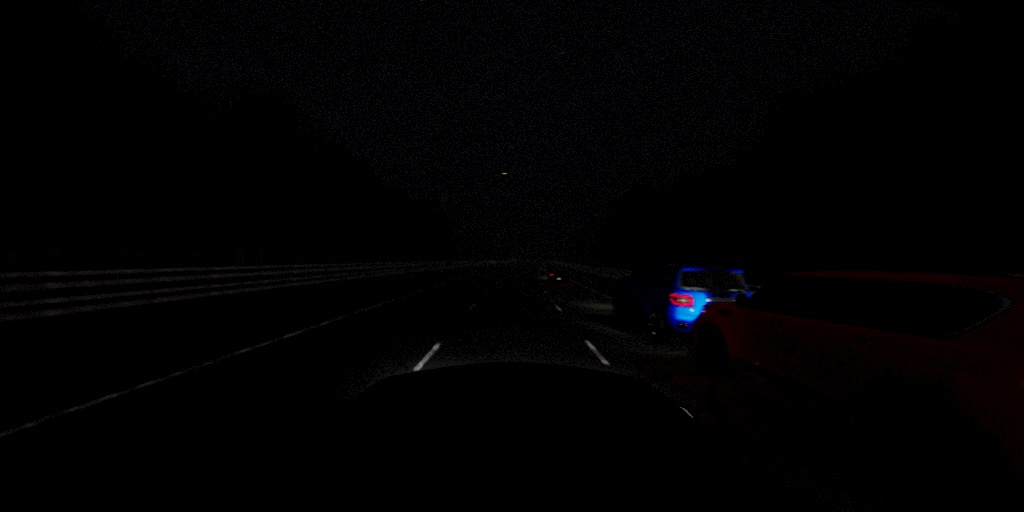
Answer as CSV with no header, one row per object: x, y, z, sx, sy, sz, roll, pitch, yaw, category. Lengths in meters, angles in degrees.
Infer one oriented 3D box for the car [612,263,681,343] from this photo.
4.711,1.234,10.721,2.150,2.045,5.566,2,0,1,car

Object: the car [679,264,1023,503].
4.689,1.189,4.813,2.150,2.045,5.566,2,0,0,car

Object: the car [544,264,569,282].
4.344,1.772,34.383,1.895,1.301,4.718,2,0,3,car
